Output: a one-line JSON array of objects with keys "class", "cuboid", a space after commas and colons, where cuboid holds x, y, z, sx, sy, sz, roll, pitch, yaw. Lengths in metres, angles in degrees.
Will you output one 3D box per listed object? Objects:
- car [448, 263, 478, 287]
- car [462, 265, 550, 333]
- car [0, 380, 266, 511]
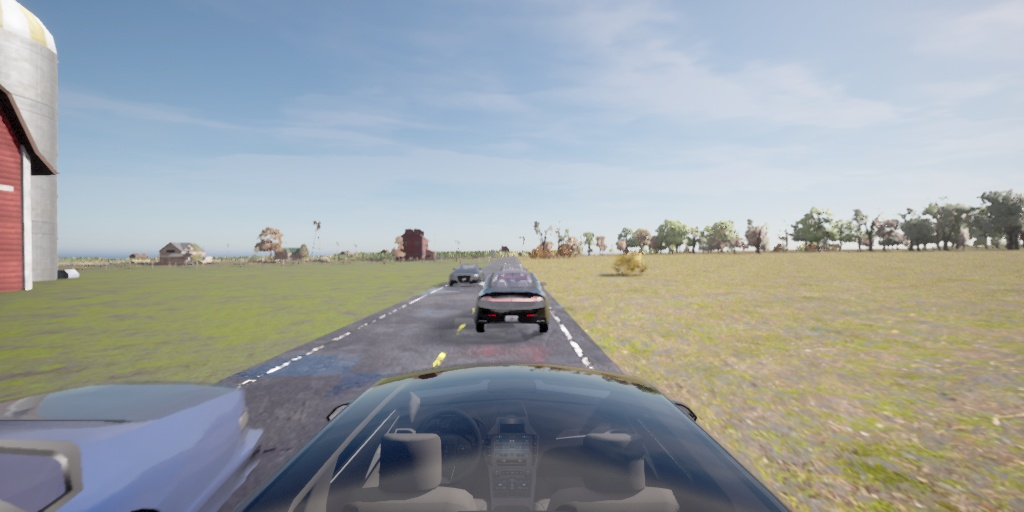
[{"class": "car", "cuboid": [-2.835, 1.175, 23.103, 1.994, 1.385, 4.181, 0, 0, 0]}, {"class": "car", "cuboid": [0.013, 1.184, 10.493, 2.128, 1.511, 4.902, 0, 0, 1]}, {"class": "car", "cuboid": [-2.838, 1.306, 0.377, 2.033, 1.411, 5.357, 0, 0, 0]}]
